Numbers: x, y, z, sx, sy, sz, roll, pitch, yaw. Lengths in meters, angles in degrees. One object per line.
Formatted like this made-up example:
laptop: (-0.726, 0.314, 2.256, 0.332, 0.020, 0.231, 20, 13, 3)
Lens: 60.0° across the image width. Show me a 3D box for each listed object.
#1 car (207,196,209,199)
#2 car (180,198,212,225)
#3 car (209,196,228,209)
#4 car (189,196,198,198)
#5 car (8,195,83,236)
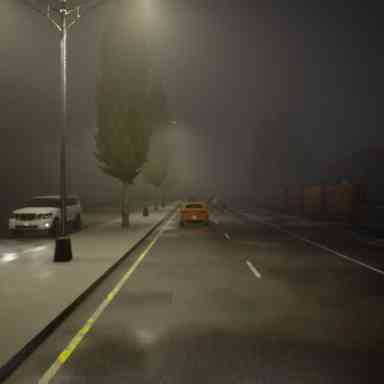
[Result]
car: (3.727, 1.483, 63.056, 1.812, 1.442, 4.674, 0, 0, 0)
car: (0.151, 1.461, 23.687, 1.882, 1.535, 5.008, 0, 0, 0)
car: (3.701, 1.495, 45.702, 1.812, 1.442, 4.674, 0, 0, 0)
car: (0.230, 1.437, 58.226, 1.882, 1.535, 5.008, 0, 0, 0)
car: (-7.962, 1.190, 18.755, 2.150, 2.045, 5.566, 0, 0, 0)
